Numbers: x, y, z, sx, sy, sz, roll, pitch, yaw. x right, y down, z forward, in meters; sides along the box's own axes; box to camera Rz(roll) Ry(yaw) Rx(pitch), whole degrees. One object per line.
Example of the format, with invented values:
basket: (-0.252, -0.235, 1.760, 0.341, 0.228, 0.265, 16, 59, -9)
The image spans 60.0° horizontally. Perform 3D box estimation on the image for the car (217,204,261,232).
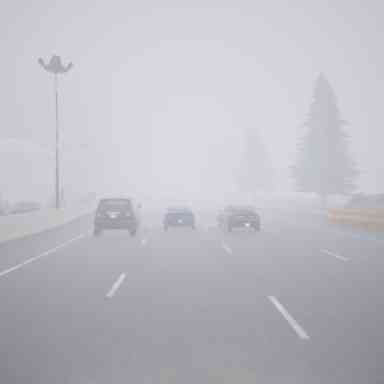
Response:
car: (2.725, 1.515, 20.133, 1.837, 1.490, 4.892, 0, 0, -6)

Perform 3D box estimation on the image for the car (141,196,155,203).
car: (-9.956, 1.622, 74.980, 1.812, 1.442, 4.674, -1, 0, -22)

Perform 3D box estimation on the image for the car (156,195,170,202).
car: (-6.675, 1.541, 76.198, 1.882, 1.535, 5.008, -1, 0, -22)

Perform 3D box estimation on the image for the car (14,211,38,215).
car: (-17.002, 1.769, 34.178, 1.837, 1.490, 4.892, -1, -1, -10)

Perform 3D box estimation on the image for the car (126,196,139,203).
car: (-13.249, 1.687, 73.793, 1.994, 1.385, 4.181, -1, 0, -22)

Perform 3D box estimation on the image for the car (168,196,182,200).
car: (-3.376, 1.670, 66.714, 1.837, 1.490, 4.892, -1, 0, -19)

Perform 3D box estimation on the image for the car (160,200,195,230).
car: (-0.926, 1.532, 21.550, 1.882, 1.535, 5.008, 0, 0, -6)

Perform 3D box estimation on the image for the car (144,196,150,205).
car: (-9.946, 1.801, 64.293, 1.994, 1.385, 4.181, -1, 0, -19)

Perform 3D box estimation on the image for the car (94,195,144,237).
car: (-4.152, 1.307, 19.079, 2.150, 2.045, 5.566, 0, 0, -6)

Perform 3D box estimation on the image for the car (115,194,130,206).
car: (-13.128, 1.497, 62.745, 2.150, 2.045, 5.566, -1, 0, -19)

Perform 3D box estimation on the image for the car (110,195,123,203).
car: (-16.546, 1.528, 72.613, 2.097, 1.767, 4.553, -1, 0, -22)

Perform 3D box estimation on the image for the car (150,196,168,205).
car: (-6.610, 1.732, 65.350, 1.812, 1.442, 4.674, -1, 0, -19)
